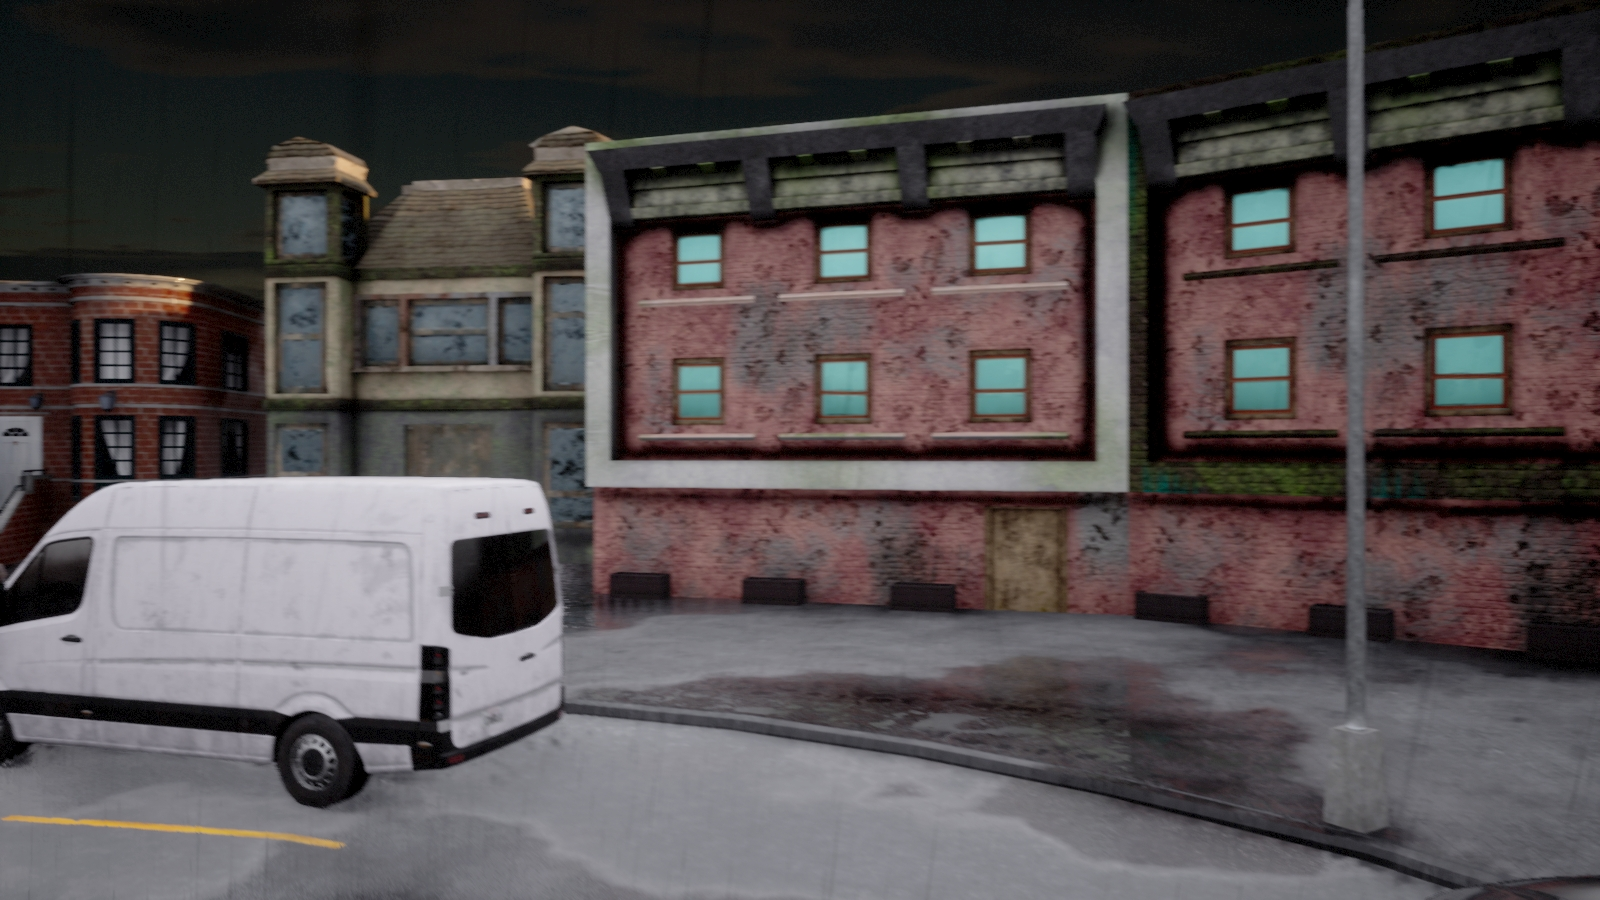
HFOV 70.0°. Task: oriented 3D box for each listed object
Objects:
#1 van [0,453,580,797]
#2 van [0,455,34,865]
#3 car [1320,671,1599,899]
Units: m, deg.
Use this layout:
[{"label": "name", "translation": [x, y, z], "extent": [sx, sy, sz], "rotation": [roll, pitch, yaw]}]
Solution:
[{"label": "van", "translation": [-5.127, 1.314, 10.388], "extent": [5.915, 2.561, 1.988], "rotation": [0, 0, 18]}, {"label": "van", "translation": [-8.039, 1.319, 6.842], "extent": [5.915, 2.561, 1.988], "rotation": [0, 0, 8]}, {"label": "car", "translation": [3.736, 1.808, 2.844], "extent": [2.097, 1.535, 5.006], "rotation": [0, 0, -8]}]
